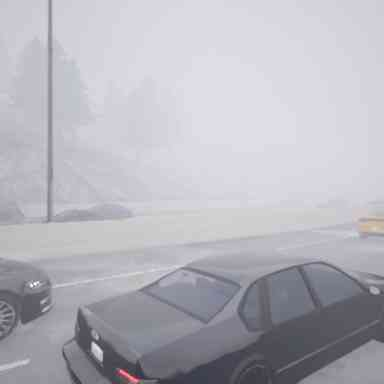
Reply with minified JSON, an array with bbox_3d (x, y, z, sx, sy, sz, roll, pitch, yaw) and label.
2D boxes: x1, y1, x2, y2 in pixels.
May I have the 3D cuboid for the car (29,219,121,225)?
[{"bbox_3d":[-6.121,1.597,17.024,4.181,1.385,1.994,0,0,-37],"label":"car"}]

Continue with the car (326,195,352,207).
[{"bbox_3d":[23.147,1.365,52.229,4.553,1.767,2.097,0,0,-42],"label":"car"}]

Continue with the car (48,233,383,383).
[{"bbox_3d":[1.107,1.551,4.657,5.357,1.411,2.033,0,0,-37],"label":"car"}]

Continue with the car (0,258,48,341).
[{"bbox_3d":[-4.672,1.508,4.807,4.902,1.511,2.128,0,0,-35],"label":"car"}]

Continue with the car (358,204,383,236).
[{"bbox_3d":[9.991,1.477,16.389,5.008,1.535,1.882,0,0,-41],"label":"car"}]

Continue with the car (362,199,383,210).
[{"bbox_3d":[24.430,1.601,43.936,4.718,1.301,1.895,0,0,-42],"label":"car"}]

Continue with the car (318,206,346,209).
[{"bbox_3d":[17.980,1.613,42.776,4.718,1.301,1.895,0,0,-42],"label":"car"}]
